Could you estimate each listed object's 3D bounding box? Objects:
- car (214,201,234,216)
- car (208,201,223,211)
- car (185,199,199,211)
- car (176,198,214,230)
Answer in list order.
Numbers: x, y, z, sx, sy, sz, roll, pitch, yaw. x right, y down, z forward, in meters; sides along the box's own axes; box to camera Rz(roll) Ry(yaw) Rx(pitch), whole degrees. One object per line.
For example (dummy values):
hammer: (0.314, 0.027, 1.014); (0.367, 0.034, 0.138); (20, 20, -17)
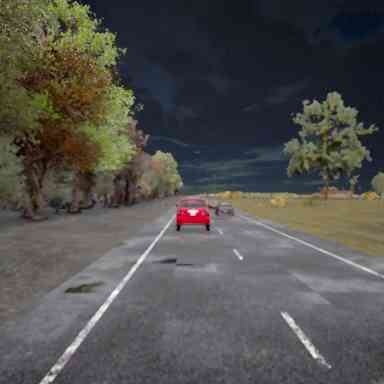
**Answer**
car: (3.449, 1.790, 36.384); (2.128, 1.511, 4.902); (0, 0, 0)
car: (3.451, 2.003, 49.324); (1.895, 1.301, 4.718); (0, 0, 0)
car: (0.023, 1.879, 48.824); (1.882, 1.535, 5.008); (0, 0, 0)
car: (0.066, 1.415, 22.691); (2.150, 2.045, 5.566); (0, 0, 0)
